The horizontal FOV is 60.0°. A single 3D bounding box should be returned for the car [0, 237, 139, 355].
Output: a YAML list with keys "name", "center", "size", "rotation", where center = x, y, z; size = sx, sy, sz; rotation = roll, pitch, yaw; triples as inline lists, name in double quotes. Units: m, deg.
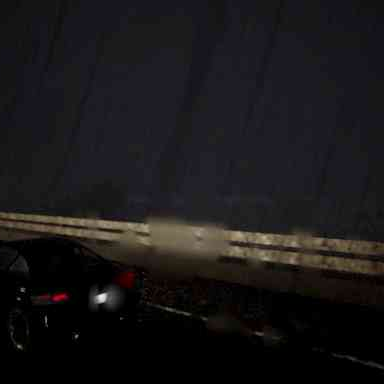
- name: "car"
  center: [-2.971, 1.550, 6.136]
  size: [4.181, 1.385, 1.994]
  rotation: [0, 0, 36]
